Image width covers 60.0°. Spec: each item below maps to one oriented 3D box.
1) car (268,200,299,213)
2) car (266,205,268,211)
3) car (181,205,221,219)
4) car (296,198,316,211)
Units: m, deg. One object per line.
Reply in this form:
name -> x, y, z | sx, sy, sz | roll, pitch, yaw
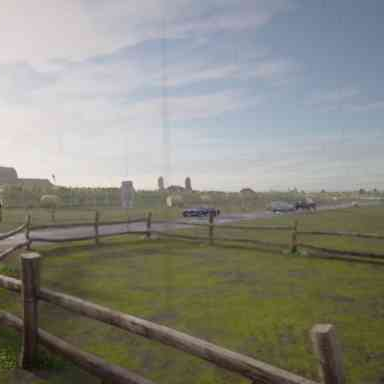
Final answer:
car -> 12.470, 2.128, 45.032 | 1.994, 1.385, 4.181 | -1, -1, 36
car -> 12.872, 2.186, 50.497 | 1.837, 1.490, 4.892 | -1, -2, 35
car -> 0.959, 1.992, 33.555 | 1.895, 1.301, 4.718 | -1, -1, 35
car -> 18.146, 1.921, 53.267 | 2.150, 2.045, 5.566 | -1, -1, 35
